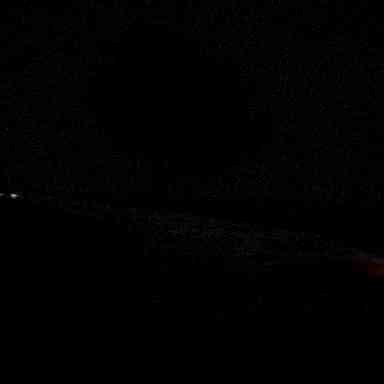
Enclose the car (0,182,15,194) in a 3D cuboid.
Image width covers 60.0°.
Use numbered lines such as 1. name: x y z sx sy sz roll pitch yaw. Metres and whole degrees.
1. car: -25.773 -0.619 45.491 1.882 1.535 5.008 5 -1 -41
